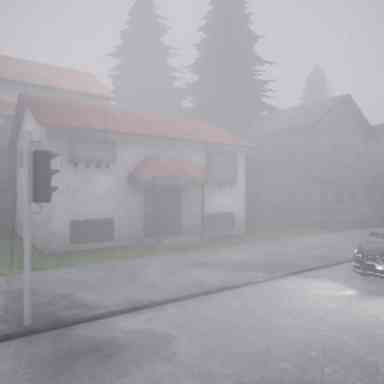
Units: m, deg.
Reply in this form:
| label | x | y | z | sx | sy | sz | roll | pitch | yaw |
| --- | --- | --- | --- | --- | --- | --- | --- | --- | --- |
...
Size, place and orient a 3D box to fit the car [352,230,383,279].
| label | x | y | z | sx | sy | sz | roll | pitch | yaw |
| --- | --- | --- | --- | --- | --- | --- | --- | --- | --- |
| car | 6.326 | 1.501 | 9.115 | 4.892 | 1.490 | 1.837 | 0 | 0 | -35 |
